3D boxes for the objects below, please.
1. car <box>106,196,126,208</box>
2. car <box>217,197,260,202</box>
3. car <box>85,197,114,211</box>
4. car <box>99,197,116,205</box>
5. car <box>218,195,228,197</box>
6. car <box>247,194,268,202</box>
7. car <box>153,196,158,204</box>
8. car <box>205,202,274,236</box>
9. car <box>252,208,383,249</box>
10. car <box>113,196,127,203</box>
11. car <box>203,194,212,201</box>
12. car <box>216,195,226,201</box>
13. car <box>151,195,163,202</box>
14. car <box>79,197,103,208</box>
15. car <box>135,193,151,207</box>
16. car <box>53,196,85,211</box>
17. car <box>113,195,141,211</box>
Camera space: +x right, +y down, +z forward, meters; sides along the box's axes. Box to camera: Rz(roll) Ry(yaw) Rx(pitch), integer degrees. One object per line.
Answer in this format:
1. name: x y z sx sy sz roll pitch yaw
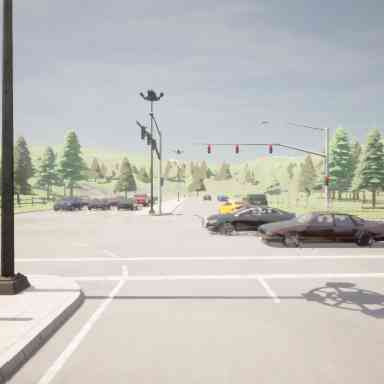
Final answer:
1. car: -11.523 1.478 50.595 1.882 1.535 5.008 0 0 0
2. car: 3.831 1.478 29.243 1.882 1.535 5.008 -1 0 -14
3. car: -11.541 1.564 41.617 1.994 1.385 4.181 0 0 0
4. car: -14.994 1.564 59.062 1.994 1.385 4.181 0 0 0
5. car: 7.143 1.478 73.848 1.882 1.535 5.008 0 0 1
6. car: 6.608 1.223 34.493 2.150 2.045 5.566 0 0 5
7. car: -7.971 1.547 62.262 2.033 1.411 5.357 0 0 0
8. car: 3.168 1.491 17.733 4.902 1.511 2.128 0 0 -2
9. car: 5.564 1.547 14.125 5.357 1.411 2.033 0 0 -2
10. car: -14.899 1.499 69.173 1.837 1.490 4.892 0 0 0
11. car: 3.867 1.355 83.996 2.097 1.767 4.553 0 0 2
12. car: 7.375 1.525 84.252 2.128 1.511 4.902 0 0 2
13. car: -7.848 1.514 74.759 2.033 1.411 5.357 0 0 0
14. car: -15.026 1.547 49.824 2.033 1.411 5.357 0 0 0
15. car: -8.022 1.221 51.668 2.150 2.045 5.566 0 0 0
16. car: -15.044 1.352 40.365 2.097 1.767 4.553 0 0 0
17. car: -8.037 1.478 41.734 1.882 1.535 5.008 0 0 0
